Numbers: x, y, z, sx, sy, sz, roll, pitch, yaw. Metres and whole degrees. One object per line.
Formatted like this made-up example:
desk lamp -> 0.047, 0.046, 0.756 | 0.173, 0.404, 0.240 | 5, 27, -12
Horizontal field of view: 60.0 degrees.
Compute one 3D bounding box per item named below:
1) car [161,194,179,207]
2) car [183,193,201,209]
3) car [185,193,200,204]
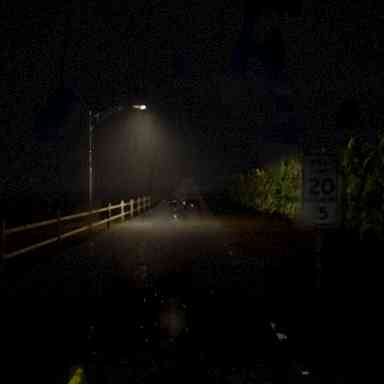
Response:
car -> -2.735, 1.001, 42.087 | 1.837, 1.490, 4.892 | 0, 1, 0
car -> 0.013, 1.107, 37.498 | 1.837, 1.490, 4.892 | 0, 1, 0
car -> 0.019, 0.873, 48.109 | 2.033, 1.411, 5.357 | 0, 2, 0
